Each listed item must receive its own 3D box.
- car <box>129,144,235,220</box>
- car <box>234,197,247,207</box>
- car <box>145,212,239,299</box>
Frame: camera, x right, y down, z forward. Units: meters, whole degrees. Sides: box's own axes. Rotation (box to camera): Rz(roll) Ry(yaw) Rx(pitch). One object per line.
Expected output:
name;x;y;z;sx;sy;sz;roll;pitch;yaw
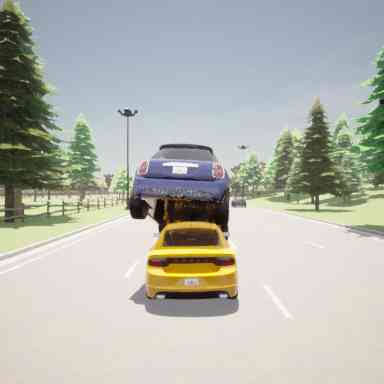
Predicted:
car;-0.030;0.110;8.846;2.097;1.767;4.553;3;-14;7
car;6.993;1.491;49.919;2.128;1.511;4.902;0;0;0
car;-0.005;1.491;8.474;1.882;1.535;5.008;-1;0;0
